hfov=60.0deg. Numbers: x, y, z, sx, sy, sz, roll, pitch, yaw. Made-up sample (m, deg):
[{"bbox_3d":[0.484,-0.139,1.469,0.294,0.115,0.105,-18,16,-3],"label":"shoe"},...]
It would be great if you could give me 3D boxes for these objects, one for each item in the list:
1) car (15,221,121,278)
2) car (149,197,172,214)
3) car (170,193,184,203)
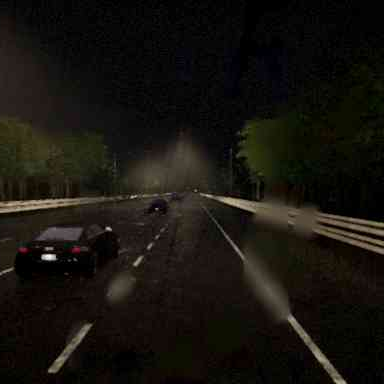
[{"bbox_3d":[-3.497,1.563,10.127,1.994,1.385,4.181,0,0,0],"label":"car"},{"bbox_3d":[-3.477,1.505,35.264,1.812,1.442,4.674,0,0,0],"label":"car"},{"bbox_3d":[-3.453,1.189,71.322,2.150,2.045,5.566,0,0,0],"label":"car"}]
